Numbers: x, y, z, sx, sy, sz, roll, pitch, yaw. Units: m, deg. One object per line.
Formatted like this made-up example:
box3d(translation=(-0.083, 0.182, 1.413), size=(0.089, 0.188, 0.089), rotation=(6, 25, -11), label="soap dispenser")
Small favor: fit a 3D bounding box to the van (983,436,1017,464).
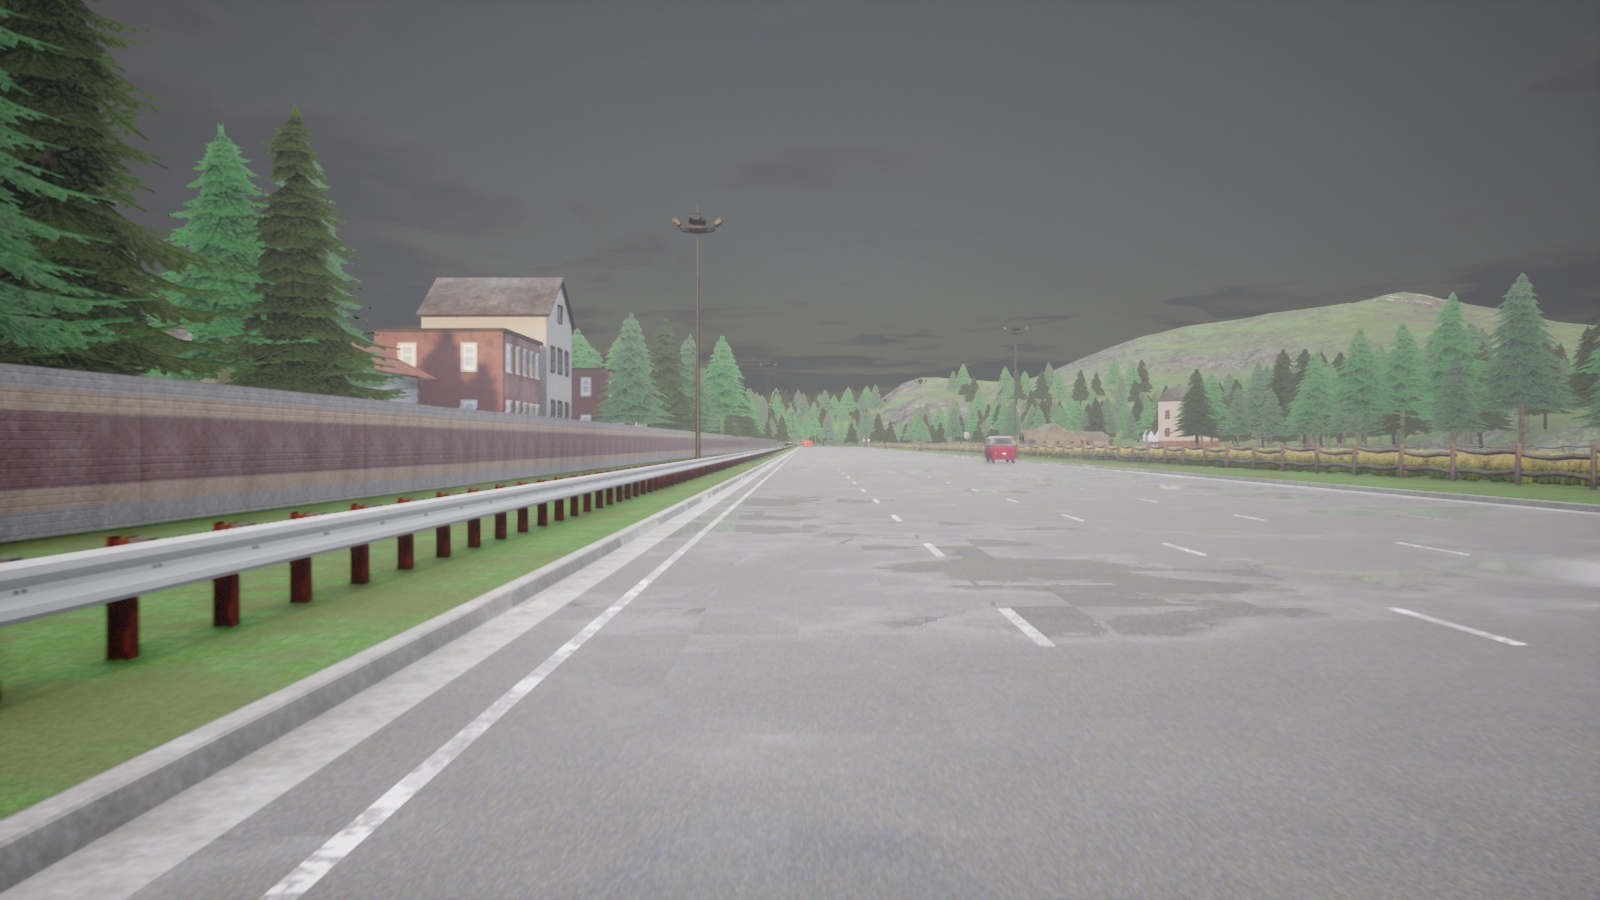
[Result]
box3d(translation=(14.544, -0.005, 91.585), size=(1.775, 1.987, 4.442), rotation=(0, 0, 0), label="van")
